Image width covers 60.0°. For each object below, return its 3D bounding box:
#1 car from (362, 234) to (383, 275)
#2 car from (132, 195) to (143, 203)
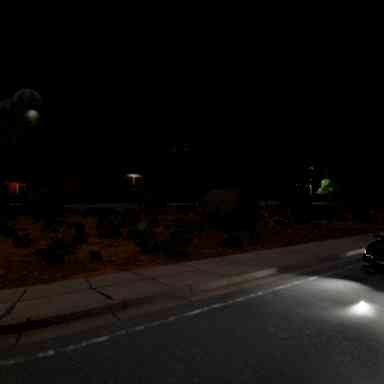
[{"bbox_3d":[6.870,1.679,9.975,4.892,1.490,1.837,1,-1,-40],"label":"car"},{"bbox_3d":[-12.323,1.676,75.892,1.905,1.878,3.866,7,2,3],"label":"car"}]
